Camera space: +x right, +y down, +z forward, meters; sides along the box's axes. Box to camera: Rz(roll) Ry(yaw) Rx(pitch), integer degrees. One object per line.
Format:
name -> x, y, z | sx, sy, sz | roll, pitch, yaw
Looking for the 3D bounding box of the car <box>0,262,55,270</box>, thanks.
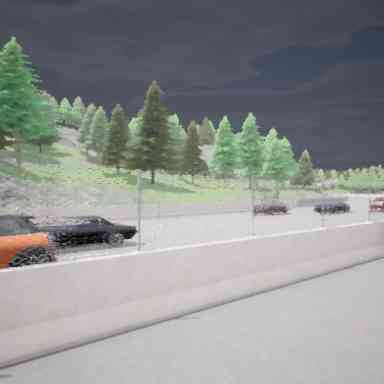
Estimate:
car -> -5.995, 1.391, 8.381 | 4.553, 1.767, 2.097 | 0, 0, -36
